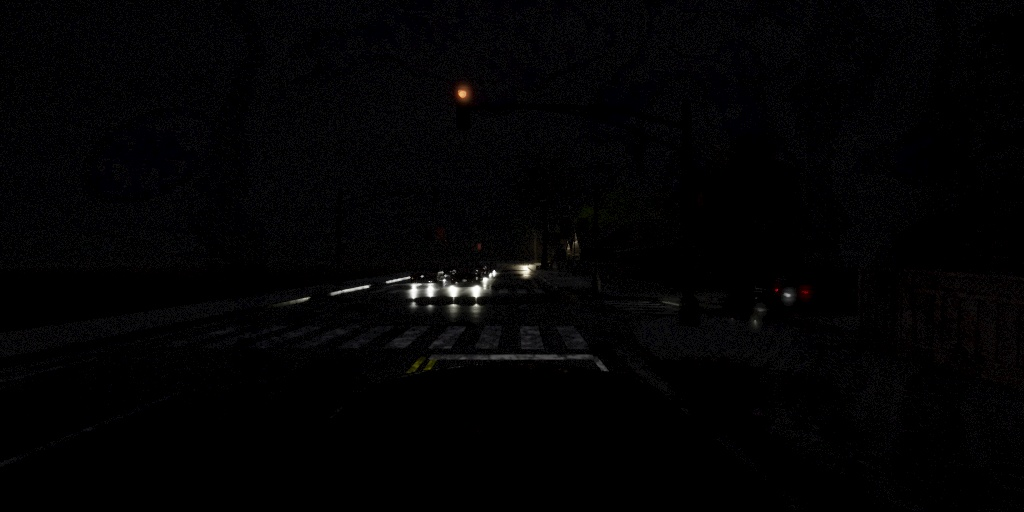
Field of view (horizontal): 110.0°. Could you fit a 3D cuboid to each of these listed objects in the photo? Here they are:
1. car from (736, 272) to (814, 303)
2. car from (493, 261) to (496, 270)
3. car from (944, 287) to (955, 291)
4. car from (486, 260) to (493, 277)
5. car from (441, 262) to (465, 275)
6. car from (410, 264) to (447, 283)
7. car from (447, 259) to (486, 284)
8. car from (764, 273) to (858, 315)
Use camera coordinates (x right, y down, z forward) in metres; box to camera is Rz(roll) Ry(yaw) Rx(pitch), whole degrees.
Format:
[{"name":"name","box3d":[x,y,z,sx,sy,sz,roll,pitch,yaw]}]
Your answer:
[{"name":"car","box3d":[13.065,1.508,16.544,5.008,1.535,1.882,1,-2,-2]},{"name":"car","box3d":[-3.335,1.282,44.635,1.812,1.442,4.674,0,0,0]},{"name":"car","box3d":[22.953,1.739,16.913,5.357,1.411,2.033,1,-2,-3]},{"name":"car","box3d":[-3.343,1.108,35.676,2.097,1.767,4.553,0,0,0]},{"name":"car","box3d":[-6.594,1.356,40.486,1.895,1.301,4.718,0,0,0]},{"name":"car","box3d":[-6.597,1.321,28.307,1.994,1.385,4.181,0,0,0]},{"name":"car","box3d":[-3.305,1.109,26.847,2.097,1.767,4.553,0,0,-1]},{"name":"car","box3d":[12.479,1.498,13.669,4.181,1.385,1.994,1,-2,-2]}]
